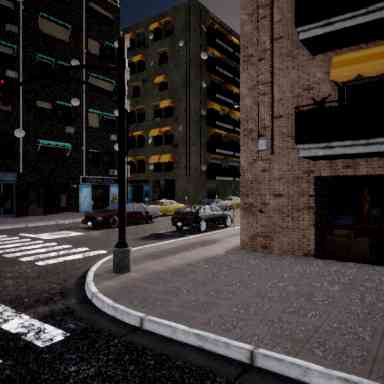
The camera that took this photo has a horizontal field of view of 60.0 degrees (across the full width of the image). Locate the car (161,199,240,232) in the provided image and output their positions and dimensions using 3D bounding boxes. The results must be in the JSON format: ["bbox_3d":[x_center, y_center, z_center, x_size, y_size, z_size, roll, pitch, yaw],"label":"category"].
[{"bbox_3d":[0.662,1.333,18.290,2.008,1.369,4.403,1,1,36],"label":"car"}]

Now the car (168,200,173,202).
[{"bbox_3d":[-2.479,1.252,27.355,1.752,1.417,4.829,1,1,36],"label":"car"}]

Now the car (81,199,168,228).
[{"bbox_3d":[-4.194,1.348,20.840,2.033,1.411,5.357,0,1,36],"label":"car"}]

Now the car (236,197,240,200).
[{"bbox_3d":[4.207,1.111,36.515,1.752,1.417,4.829,1,1,36],"label":"car"}]

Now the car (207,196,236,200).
[{"bbox_3d":[1.648,1.241,28.833,1.994,1.385,4.181,0,1,37],"label":"car"}]
